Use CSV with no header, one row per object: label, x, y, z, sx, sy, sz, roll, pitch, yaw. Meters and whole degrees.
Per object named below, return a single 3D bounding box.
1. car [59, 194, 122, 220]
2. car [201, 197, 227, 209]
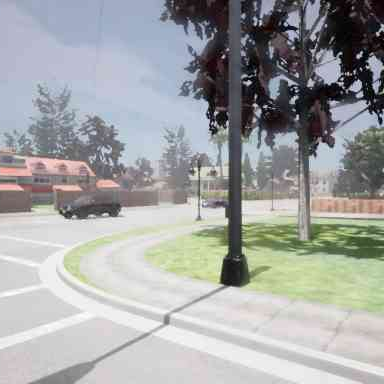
car,-8.598,1.221,28.673,2.150,2.045,5.566,0,0,34
car,3.056,1.493,45.764,2.128,1.511,4.902,0,0,34
